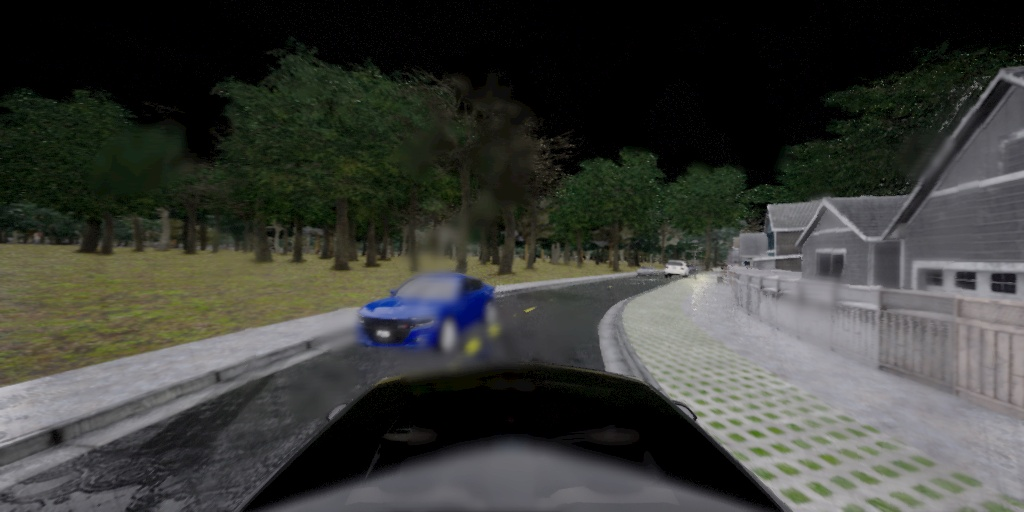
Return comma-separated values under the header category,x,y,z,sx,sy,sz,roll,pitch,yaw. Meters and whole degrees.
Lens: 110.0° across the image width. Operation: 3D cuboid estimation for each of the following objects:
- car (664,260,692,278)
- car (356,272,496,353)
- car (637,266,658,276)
category,x,y,z,sx,sy,sz,roll,pitch,yaw
car,19.428,1.601,42.199,2.150,2.045,5.566,5,0,31
car,-1.833,1.206,9.154,1.882,1.535,5.008,1,0,13
car,17.528,1.931,46.457,1.895,1.301,4.718,1,0,31
